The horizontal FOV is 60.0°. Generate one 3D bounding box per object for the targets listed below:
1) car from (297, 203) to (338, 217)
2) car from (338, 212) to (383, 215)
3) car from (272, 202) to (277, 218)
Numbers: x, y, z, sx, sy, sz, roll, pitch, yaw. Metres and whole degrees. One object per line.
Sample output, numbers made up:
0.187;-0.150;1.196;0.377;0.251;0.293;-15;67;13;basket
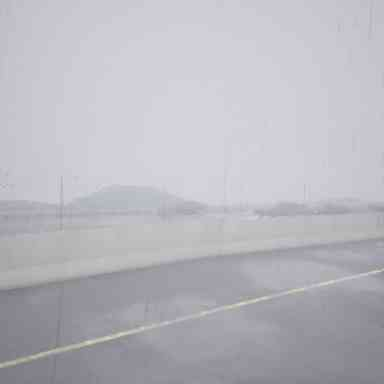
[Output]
10.893;1.565;26.791;4.718;1.301;1.895;0;0;-28;car
12.938;1.537;23.884;4.181;1.385;1.994;0;0;-27;car
7.902;1.503;29.174;5.357;1.411;2.033;0;0;-29;car
